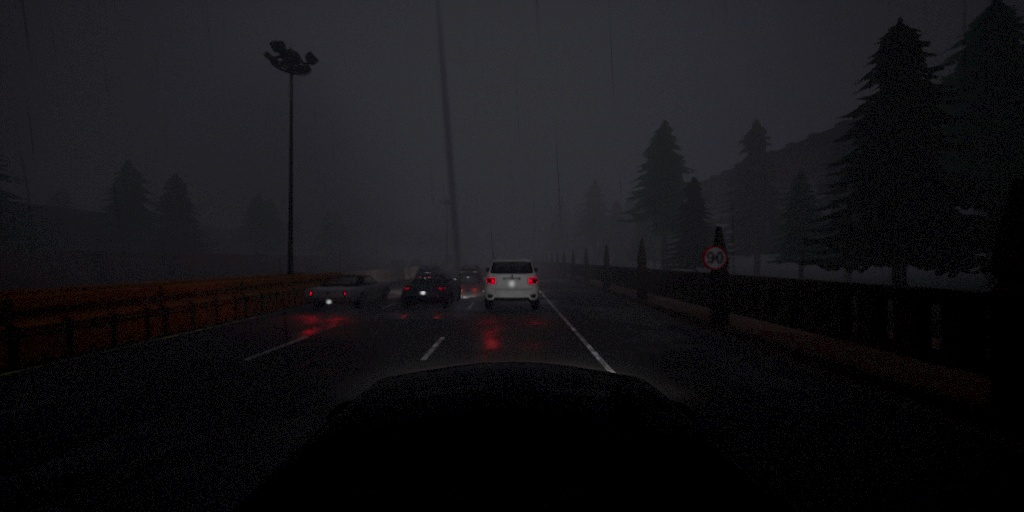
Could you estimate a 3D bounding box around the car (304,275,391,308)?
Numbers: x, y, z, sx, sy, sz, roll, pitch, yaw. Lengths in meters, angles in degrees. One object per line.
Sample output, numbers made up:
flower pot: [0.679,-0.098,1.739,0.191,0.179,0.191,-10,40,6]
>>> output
car: [-7.007,1.484,15.951,1.895,1.301,4.718,0,0,0]

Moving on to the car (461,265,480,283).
car: [-3.514,1.518,31.137,2.128,1.511,4.902,0,0,0]

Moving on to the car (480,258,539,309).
car: [-0.008,1.099,15.866,2.150,2.045,5.566,0,0,0]

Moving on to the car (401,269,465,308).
car: [-3.506,1.450,16.165,1.994,1.385,4.181,0,0,0]

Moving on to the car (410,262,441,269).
car: [-7.015,1.533,31.146,1.837,1.490,4.892,0,0,0]
